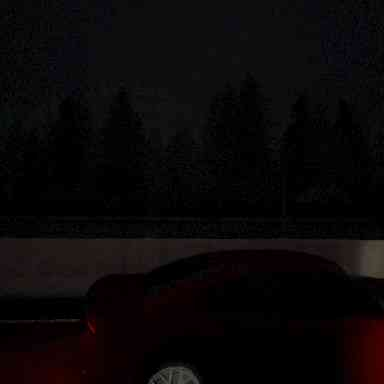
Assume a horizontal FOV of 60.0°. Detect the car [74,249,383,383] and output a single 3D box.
[{"bbox_3d":[1.207,1.490,4.100,5.008,1.535,1.882,1,0,-4],"label":"car"}]
